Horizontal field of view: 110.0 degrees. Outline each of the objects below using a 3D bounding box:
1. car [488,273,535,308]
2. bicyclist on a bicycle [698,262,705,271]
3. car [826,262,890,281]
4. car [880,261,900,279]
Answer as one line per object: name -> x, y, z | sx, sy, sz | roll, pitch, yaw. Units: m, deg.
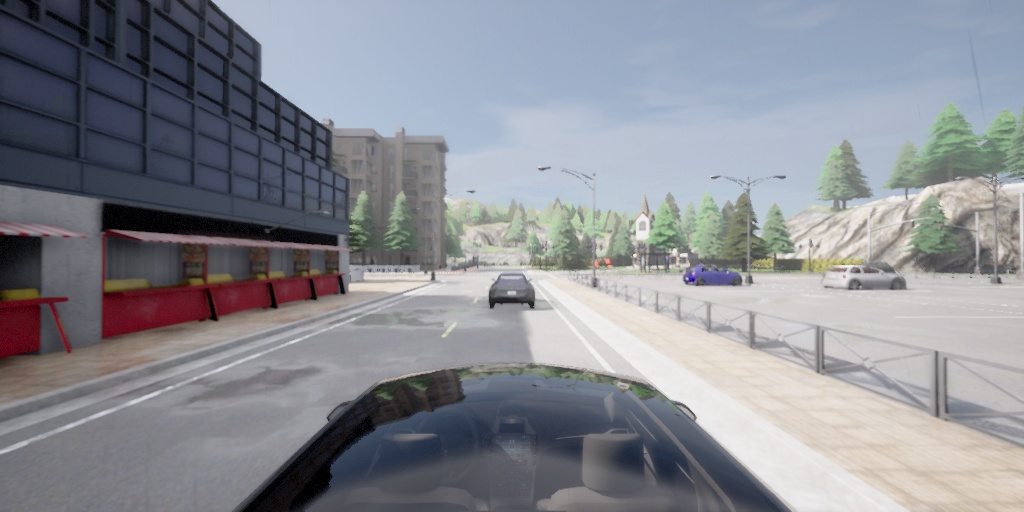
car -> -0.001, 1.450, 16.203 | 1.994, 1.385, 4.181 | 0, 0, 0
bicyclist on a bicycle -> 18.377, 1.376, 34.878 | 0.582, 1.620, 1.656 | 0, -1, -1
car -> 37.535, 1.639, 38.959 | 4.674, 1.442, 1.812 | 0, -1, -1
car -> 42.292, 1.496, 42.514 | 4.553, 1.767, 2.097 | 0, -1, -1
